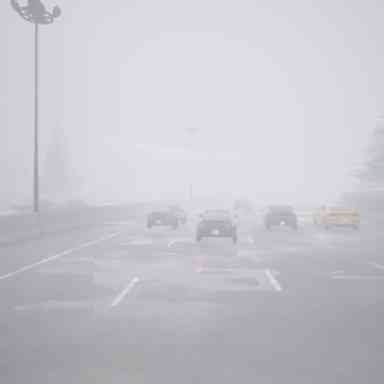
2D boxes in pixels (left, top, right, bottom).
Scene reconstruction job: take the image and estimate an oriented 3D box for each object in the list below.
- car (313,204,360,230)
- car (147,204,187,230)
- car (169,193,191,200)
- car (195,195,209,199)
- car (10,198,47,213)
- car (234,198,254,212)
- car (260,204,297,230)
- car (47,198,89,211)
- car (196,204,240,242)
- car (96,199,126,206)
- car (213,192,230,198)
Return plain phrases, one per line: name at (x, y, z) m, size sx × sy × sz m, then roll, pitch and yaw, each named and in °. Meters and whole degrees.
car at (9.087, 1.498, 21.296) m, size 1.882 × 1.535 × 5.008 m, roll 0°, pitch 0°, yaw 9°
car at (-1.539, 1.517, 21.249) m, size 1.812 × 1.442 × 4.674 m, roll 0°, pitch 0°, yaw 9°
car at (-2.241, 1.172, 73.914) m, size 2.150 × 2.045 × 5.566 m, roll 0°, pitch 0°, yaw 27°
car at (2.255, 1.454, 74.889) m, size 1.837 × 1.490 × 4.892 m, roll 0°, pitch 0°, yaw 29°
car at (-16.650, 1.424, 35.856) m, size 1.882 × 1.535 × 5.008 m, roll 0°, pitch 0°, yaw 14°
car at (5.915, 1.513, 38.285) m, size 1.837 × 1.490 × 4.892 m, roll 0°, pitch 0°, yaw 16°
car at (5.560, 1.516, 21.374) m, size 1.837 × 1.490 × 4.892 m, roll 0°, pitch 0°, yaw 9°
car at (-13.027, 1.461, 35.919) m, size 1.837 × 1.490 × 4.892 m, roll 0°, pitch 0°, yaw 14°
car at (1.268, 1.526, 16.300) m, size 1.812 × 1.442 × 4.674 m, roll 0°, pitch 0°, yaw 7°
car at (-9.036, 1.493, 37.485) m, size 1.812 × 1.442 × 4.674 m, roll 0°, pitch 0°, yaw 15°
car at (6.862, 0.943, 75.873) m, size 2.150 × 2.045 × 5.566 m, roll 0°, pitch 0°, yaw 29°
